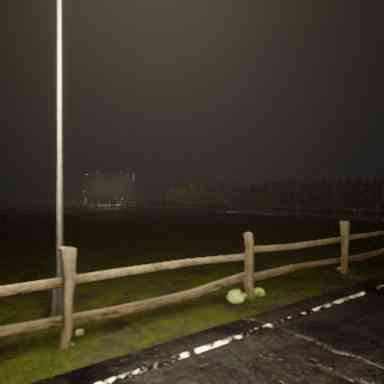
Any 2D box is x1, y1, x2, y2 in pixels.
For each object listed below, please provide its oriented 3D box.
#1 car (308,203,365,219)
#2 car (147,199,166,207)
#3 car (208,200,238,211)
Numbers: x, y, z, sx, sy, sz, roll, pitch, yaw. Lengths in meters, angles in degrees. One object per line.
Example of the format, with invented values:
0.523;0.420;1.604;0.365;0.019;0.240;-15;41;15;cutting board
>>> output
13.382;1.684;30.900;1.895;1.301;4.718;-1;0;-35;car
-6.311;1.933;58.739;1.837;1.490;4.892;-1;0;-35;car
4.045;1.741;44.026;1.812;1.442;4.674;-1;0;-35;car
